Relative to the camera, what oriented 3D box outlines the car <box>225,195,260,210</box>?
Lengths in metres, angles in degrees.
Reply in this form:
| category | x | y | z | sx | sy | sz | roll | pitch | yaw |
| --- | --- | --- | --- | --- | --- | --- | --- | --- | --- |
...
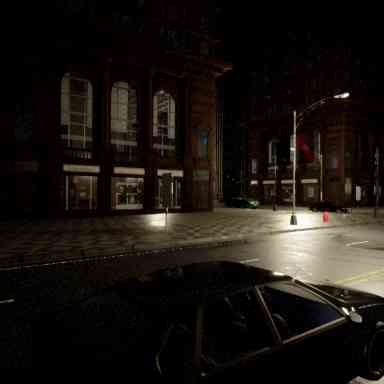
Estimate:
| category | x | y | z | sx | sy | sz | roll | pitch | yaw |
| --- | --- | --- | --- | --- | --- | --- | --- | --- | --- |
| car | 7.172 | 1.456 | 47.904 | 2.150 | 2.045 | 5.566 | 1 | -1 | -35 |

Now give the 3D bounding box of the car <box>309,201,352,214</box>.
| category | x | y | z | sx | sy | sz | roll | pitch | yaw |
| --- | --- | --- | --- | --- | --- | --- | --- | --- | --- |
| car | 15.161 | 1.696 | 36.628 | 1.812 | 1.442 | 4.674 | 1 | -1 | -35 |

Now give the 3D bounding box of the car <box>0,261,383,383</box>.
| category | x | y | z | sx | sy | sz | roll | pitch | yaw |
| --- | --- | --- | --- | --- | --- | --- | --- | --- | --- |
| car | 0.380 | 1.548 | 3.712 | 5.357 | 1.411 | 2.033 | 0 | 0 | -36 |
